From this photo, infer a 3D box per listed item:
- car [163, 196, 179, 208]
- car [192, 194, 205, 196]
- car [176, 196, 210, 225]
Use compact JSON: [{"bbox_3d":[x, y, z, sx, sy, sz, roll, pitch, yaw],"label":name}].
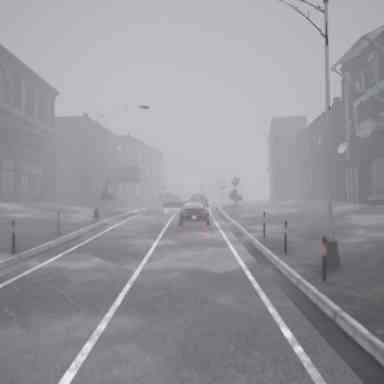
[{"bbox_3d":[-2.276,1.207,40.009,1.994,1.385,4.181,0,0,5],"label":"car"},{"bbox_3d":[0.819,0.974,38.827,2.097,1.767,4.553,0,0,4],"label":"car"},{"bbox_3d":[0.141,1.233,21.171,1.812,1.442,4.674,0,1,0],"label":"car"}]
